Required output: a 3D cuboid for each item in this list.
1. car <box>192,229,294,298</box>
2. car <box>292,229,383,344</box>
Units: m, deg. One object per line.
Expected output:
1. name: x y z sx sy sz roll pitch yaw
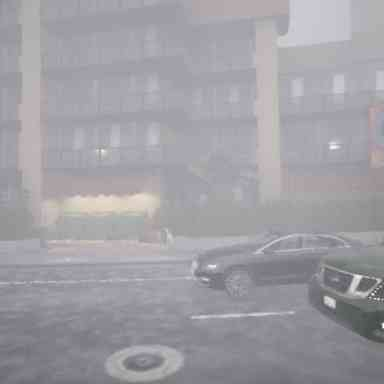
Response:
1. car: 2.453 1.764 8.907 4.902 1.511 2.128 -1 -2 -7
2. car: 4.890 1.334 5.667 5.566 2.045 2.150 -1 -2 -9
